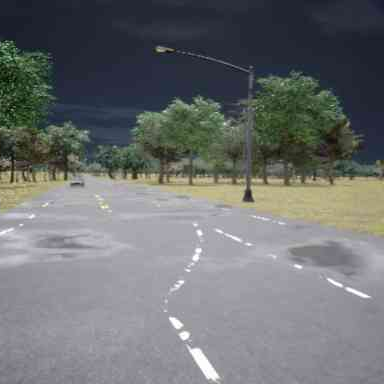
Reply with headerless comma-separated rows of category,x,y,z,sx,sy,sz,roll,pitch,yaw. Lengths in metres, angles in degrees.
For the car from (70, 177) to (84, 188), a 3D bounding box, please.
car,-16.744,-1.411,48.578,2.033,1.411,5.357,0,3,-17
